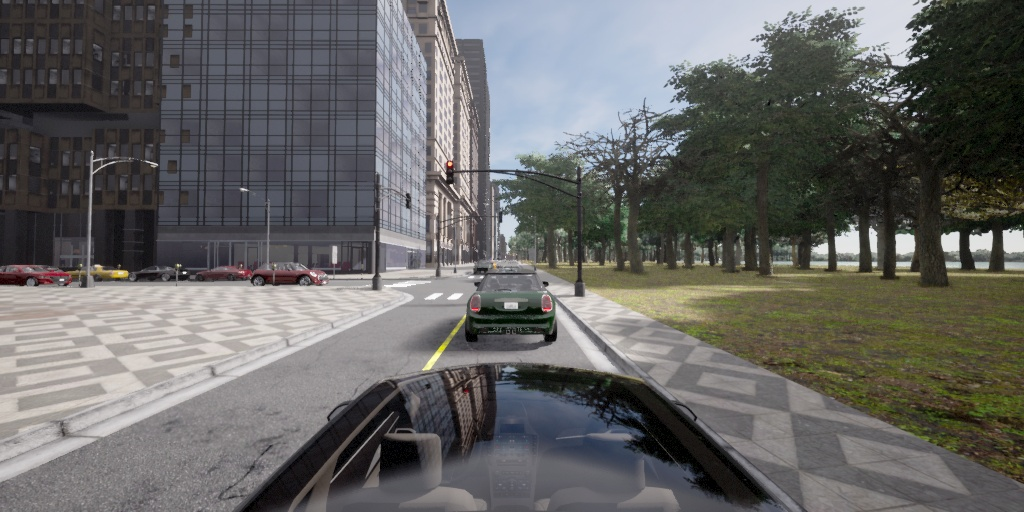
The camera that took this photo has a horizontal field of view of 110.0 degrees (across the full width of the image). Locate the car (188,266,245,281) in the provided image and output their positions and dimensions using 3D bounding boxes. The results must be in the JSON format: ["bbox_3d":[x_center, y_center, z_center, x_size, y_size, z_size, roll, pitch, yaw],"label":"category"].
[{"bbox_3d":[-24.575,1.493,30.649,4.207,1.307,1.802,0,0,0],"label":"car"}]

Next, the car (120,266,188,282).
[{"bbox_3d":[-30.061,1.480,30.626,4.313,1.339,1.948,0,0,0],"label":"car"}]

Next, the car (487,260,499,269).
[{"bbox_3d":[-3.245,1.437,62.058,1.812,1.442,4.674,0,0,0],"label":"car"}]

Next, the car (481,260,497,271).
[{"bbox_3d":[-3.238,1.346,51.628,1.882,1.535,5.008,0,0,0],"label":"car"}]

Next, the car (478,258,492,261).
[{"bbox_3d":[-3.218,1.180,41.241,2.097,1.767,4.553,0,0,0],"label":"car"}]

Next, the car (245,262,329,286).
[{"bbox_3d":[-13.599,1.119,22.174,4.097,1.591,1.967,0,0,-1],"label":"car"}]

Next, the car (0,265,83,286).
[{"bbox_3d":[-30.030,1.234,22.103,4.507,1.381,1.888,0,0,0],"label":"car"}]

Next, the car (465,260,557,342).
[{"bbox_3d":[-0.010,1.108,9.968,2.097,1.767,4.553,0,0,0],"label":"car"}]

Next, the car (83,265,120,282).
[{"bbox_3d":[-35.719,1.443,30.601,4.829,1.417,1.751,0,0,0],"label":"car"}]
